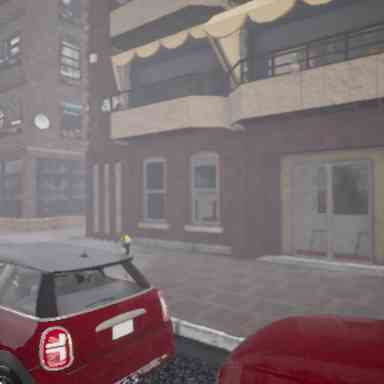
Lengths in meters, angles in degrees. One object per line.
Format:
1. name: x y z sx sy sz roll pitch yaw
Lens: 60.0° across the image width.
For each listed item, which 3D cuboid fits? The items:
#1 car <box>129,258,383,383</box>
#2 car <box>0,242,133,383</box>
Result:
1. car: 2.348 1.325 1.222 5.009 1.841 2.192 1 -1 36
2. car: -2.284 1.409 4.521 4.097 1.590 1.967 0 -1 36
